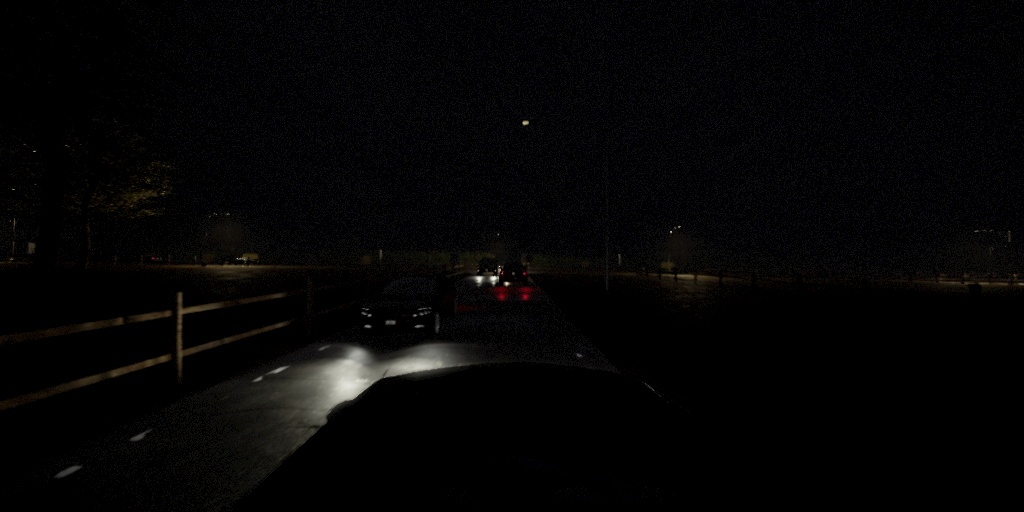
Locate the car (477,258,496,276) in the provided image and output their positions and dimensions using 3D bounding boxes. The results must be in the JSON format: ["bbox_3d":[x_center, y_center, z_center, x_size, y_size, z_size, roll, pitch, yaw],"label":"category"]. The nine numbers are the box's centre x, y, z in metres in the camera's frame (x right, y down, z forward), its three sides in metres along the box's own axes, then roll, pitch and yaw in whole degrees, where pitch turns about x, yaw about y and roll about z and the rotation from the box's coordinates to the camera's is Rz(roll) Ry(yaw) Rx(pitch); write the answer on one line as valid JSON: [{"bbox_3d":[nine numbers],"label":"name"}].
[{"bbox_3d":[-2.759,1.201,41.906,2.150,2.045,5.566,0,-1,0],"label":"car"}]

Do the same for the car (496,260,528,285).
[{"bbox_3d":[0.098,1.237,27.378,2.097,1.767,4.553,0,0,0],"label":"car"}]

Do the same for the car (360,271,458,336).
[{"bbox_3d":[-2.839,1.270,10.811,1.882,1.535,5.008,0,0,-1],"label":"car"}]
